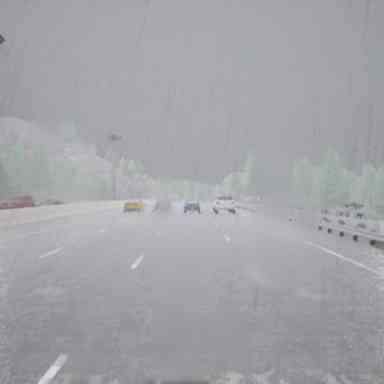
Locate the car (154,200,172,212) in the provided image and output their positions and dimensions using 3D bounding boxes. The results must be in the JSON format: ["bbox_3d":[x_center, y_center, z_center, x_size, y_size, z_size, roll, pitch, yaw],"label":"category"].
[{"bbox_3d":[-3.465,1.669,40.197,1.812,1.442,4.674,0,-1,0],"label":"car"}]

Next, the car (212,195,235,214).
[{"bbox_3d":[3.549,1.337,37.799,2.150,2.045,5.566,0,-1,0],"label":"car"}]

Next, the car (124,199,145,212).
[{"bbox_3d":[-6.954,1.627,40.545,1.882,1.535,5.008,0,-1,0],"label":"car"}]

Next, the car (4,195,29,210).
[{"bbox_3d":[-21.139,1.376,40.409,2.150,2.045,5.566,0,0,0],"label":"car"}]

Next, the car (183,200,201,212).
[{"bbox_3d":[0.035,1.663,39.897,1.812,1.442,4.674,0,-1,0],"label":"car"}]

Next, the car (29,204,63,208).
[{"bbox_3d":[-17.636,1.656,41.292,2.128,1.511,4.902,0,-1,0],"label":"car"}]
